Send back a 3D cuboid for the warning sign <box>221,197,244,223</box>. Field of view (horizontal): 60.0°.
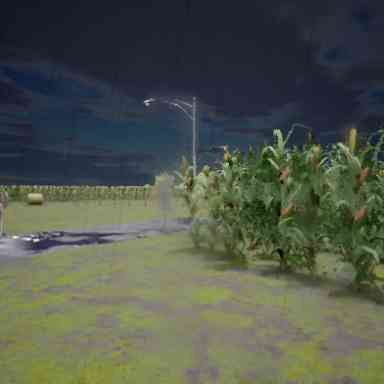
[{"bbox_3d":[2.945,1.274,24.238,1.300,1.860,1.060,1,0,34],"label":"warning sign"}]
